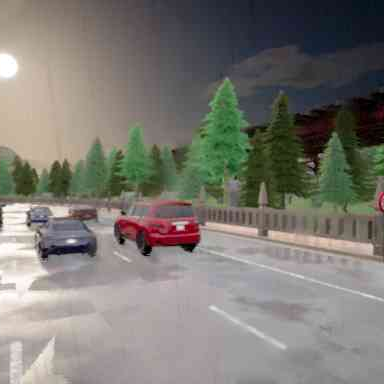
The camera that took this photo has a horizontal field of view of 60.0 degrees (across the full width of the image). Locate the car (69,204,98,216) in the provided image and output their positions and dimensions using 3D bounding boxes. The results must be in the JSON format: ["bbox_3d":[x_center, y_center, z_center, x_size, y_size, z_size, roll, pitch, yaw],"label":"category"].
[{"bbox_3d":[-9.546,1.784,29.010,1.882,1.535,5.008,0,0,-28],"label":"car"}]

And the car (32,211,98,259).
[{"bbox_3d":[-5.142,1.706,13.386,1.994,1.385,4.181,0,-1,-28],"label":"car"}]

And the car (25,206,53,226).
[{"bbox_3d":[-11.824,1.817,25.814,2.033,1.411,5.357,0,-1,-28],"label":"car"}]

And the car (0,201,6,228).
[{"bbox_3d":[-14.934,1.473,24.215,2.150,2.045,5.566,0,0,-28],"label":"car"}]

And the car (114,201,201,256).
[{"bbox_3d":[-1.669,1.380,14.302,2.150,2.045,5.566,0,0,-28],"label":"car"}]
